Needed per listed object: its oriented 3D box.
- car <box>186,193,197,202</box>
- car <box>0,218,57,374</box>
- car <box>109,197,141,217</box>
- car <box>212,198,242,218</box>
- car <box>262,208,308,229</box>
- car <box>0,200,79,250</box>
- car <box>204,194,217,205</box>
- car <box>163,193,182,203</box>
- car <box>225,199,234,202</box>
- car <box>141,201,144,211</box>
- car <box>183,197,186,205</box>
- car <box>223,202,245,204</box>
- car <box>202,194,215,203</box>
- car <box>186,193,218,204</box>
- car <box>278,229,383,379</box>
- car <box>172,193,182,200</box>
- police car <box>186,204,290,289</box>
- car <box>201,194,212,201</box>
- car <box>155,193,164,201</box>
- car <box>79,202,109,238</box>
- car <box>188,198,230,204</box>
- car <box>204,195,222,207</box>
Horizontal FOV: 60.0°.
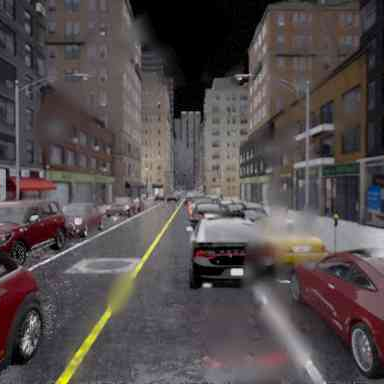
[{"bbox_3d":[-0.162,0.898,60.147,1.882,1.535,5.008,0,1,0],"label":"car"},{"bbox_3d":[-3.108,1.325,2.691,2.097,1.767,4.553,0,1,0],"label":"car"},{"bbox_3d":[-5.752,1.181,27.485,1.967,1.590,4.097,-1,1,0],"label":"car"},{"bbox_3d":[2.787,1.293,27.510,2.008,1.369,4.403,-1,1,0],"label":"car"},{"bbox_3d":[2.827,1.423,10.923,1.752,1.417,4.829,-1,1,0],"label":"car"},{"bbox_3d":[-5.708,1.214,10.728,2.192,1.841,5.009,-1,1,0],"label":"car"},{"bbox_3d":[2.732,1.048,50.022,1.752,1.417,4.829,-1,1,0],"label":"car"},{"bbox_3d":[-3.188,1.073,54.953,1.895,1.301,4.718,0,1,0],"label":"car"},{"bbox_3d":[2.801,1.360,21.924,1.947,1.339,4.313,-1,1,0],"label":"car"},{"bbox_3d":[-5.765,1.270,33.072,1.802,1.307,4.206,-1,1,0],"label":"car"},{"bbox_3d":[-0.115,1.063,46.409,1.837,1.490,4.892,0,1,0],"label":"car"},{"bbox_3d":[2.815,1.413,16.339,1.947,1.339,4.313,-1,1,0],"label":"car"},{"bbox_3d":[2.719,1.034,55.438,1.947,1.339,4.313,-1,1,0],"label":"car"},{"bbox_3d":[0.768,1.118,24.935,2.097,1.767,4.553,0,1,-1],"label":"car"},{"bbox_3d":[2.842,1.533,5.167,1.802,1.307,4.206,-1,1,0],"label":"car"},{"bbox_3d":[-3.188,0.923,69.874,1.895,1.301,4.718,0,1,0],"label":"car"},{"bbox_3d":[0.875,1.340,9.084,1.930,1.638,5.238,0,1,0],"label":"police car"},{"bbox_3d":[2.705,0.994,61.024,1.802,1.307,4.206,-1,1,0],"label":"car"},{"bbox_3d":[-5.840,0.956,60.999,1.887,1.381,4.507,-1,1,0],"label":"car"},{"bbox_3d":[-5.722,1.286,16.315,1.967,1.590,4.097,-1,1,0],"label":"car"},{"bbox_3d":[0.848,1.328,18.974,1.837,1.490,4.892,0,1,0],"label":"car"},{"bbox_3d":[2.746,1.131,44.266,2.008,1.369,4.403,-1,1,0],"label":"car"}]
